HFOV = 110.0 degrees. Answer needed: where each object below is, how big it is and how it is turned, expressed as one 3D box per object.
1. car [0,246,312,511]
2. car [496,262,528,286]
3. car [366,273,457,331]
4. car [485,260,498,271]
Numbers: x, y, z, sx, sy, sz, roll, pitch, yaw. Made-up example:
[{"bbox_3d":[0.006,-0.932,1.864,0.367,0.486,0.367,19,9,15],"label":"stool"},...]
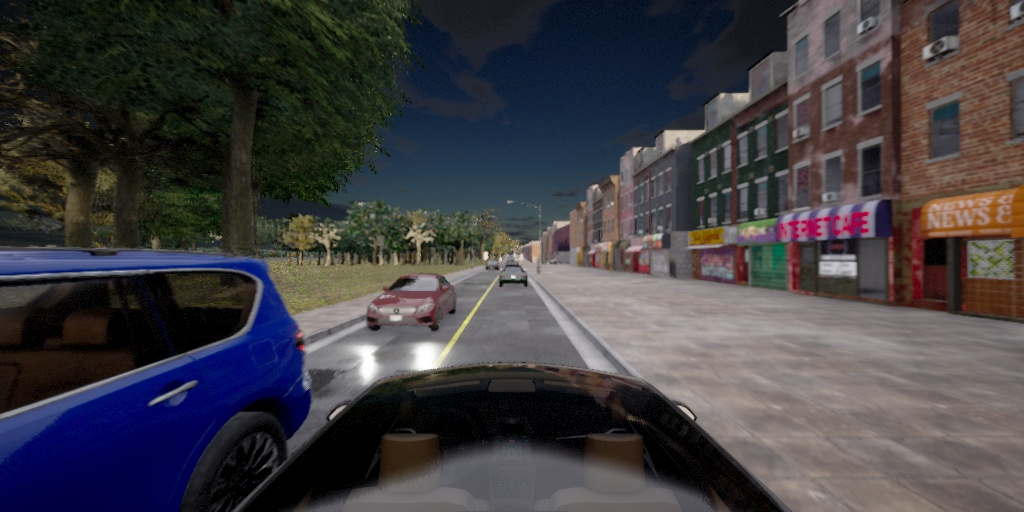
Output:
[{"bbox_3d":[-2.847,0.975,0.910,2.150,2.045,5.566,0,0,0],"label":"car"},{"bbox_3d":[0.096,1.324,25.151,1.994,1.385,4.181,0,0,0],"label":"car"},{"bbox_3d":[-2.841,1.268,11.118,1.812,1.442,4.674,0,0,0],"label":"car"},{"bbox_3d":[-2.831,1.362,52.008,1.882,1.535,5.008,0,0,0],"label":"car"}]
